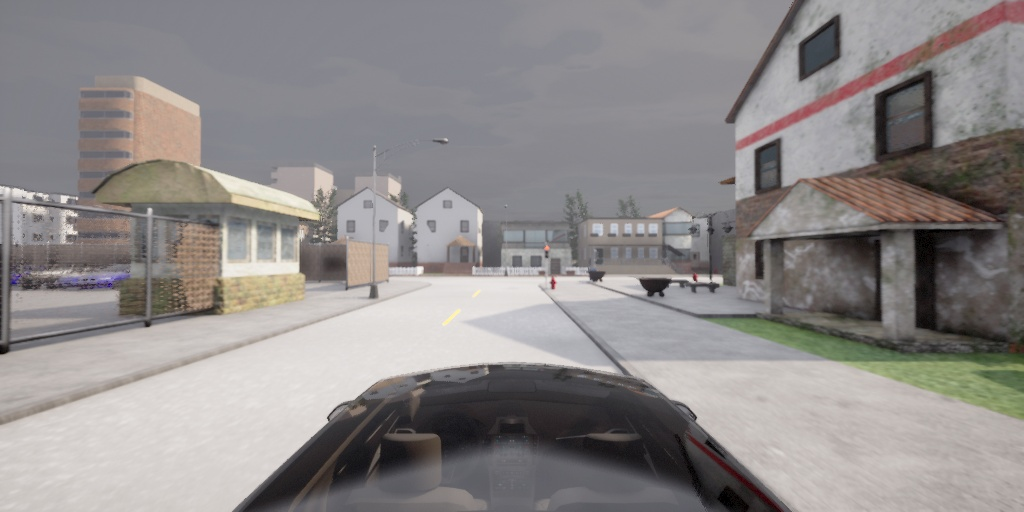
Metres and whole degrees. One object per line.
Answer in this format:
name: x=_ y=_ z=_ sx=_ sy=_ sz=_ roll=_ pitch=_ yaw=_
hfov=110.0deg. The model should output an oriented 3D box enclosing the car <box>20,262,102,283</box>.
car: x=-44.078 y=1.603 z=35.113 sx=4.902 sy=1.511 sz=2.128 roll=0 pitch=-1 yaw=0
